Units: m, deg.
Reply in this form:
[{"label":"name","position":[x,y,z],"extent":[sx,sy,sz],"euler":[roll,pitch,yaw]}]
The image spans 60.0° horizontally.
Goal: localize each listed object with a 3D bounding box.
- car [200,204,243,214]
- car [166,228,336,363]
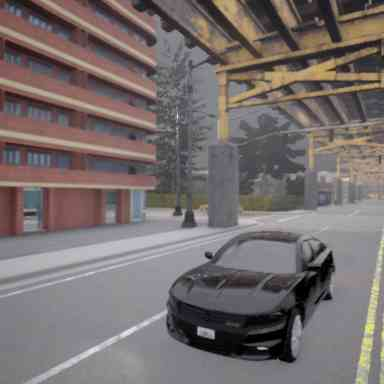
[{"label":"car","position":[3.210,1.684,36.837],"extent":[5.008,1.535,1.882],"euler":[0,0,32]},{"label":"car","position":[1.465,1.524,6.341],"extent":[1.882,1.535,5.008],"euler":[0,0,31]}]
